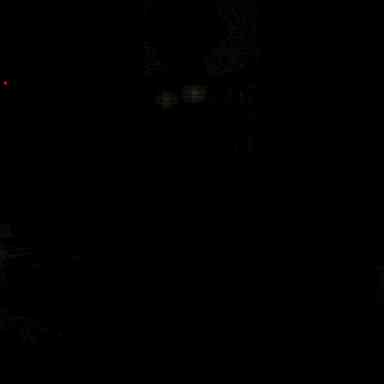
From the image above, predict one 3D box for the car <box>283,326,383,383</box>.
[{"bbox_3d":[2.659,1.314,0.909,5.009,1.841,2.192,0,0,36],"label":"car"}]
